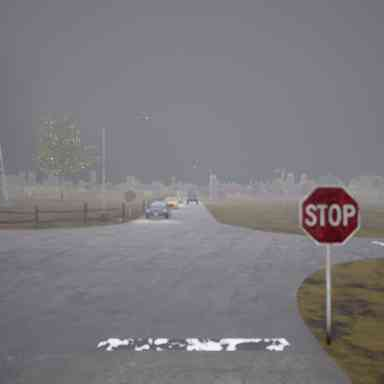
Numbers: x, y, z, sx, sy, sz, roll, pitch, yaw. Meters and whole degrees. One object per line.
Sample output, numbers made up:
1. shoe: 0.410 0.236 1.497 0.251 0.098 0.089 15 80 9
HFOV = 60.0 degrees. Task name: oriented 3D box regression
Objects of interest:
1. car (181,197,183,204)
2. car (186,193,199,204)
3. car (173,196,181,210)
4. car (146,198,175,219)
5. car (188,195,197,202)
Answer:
1. car: -2.695 1.481 61.318 2.128 1.511 4.902 0 0 1
2. car: 0.096 1.211 61.163 2.150 2.045 5.566 0 0 0
3. car: -2.770 1.460 42.841 1.882 1.535 5.008 0 0 0
4. car: -2.846 1.512 29.120 1.812 1.442 4.674 0 0 2
5. car: 0.112 1.384 71.558 1.994 1.385 4.181 0 0 0
